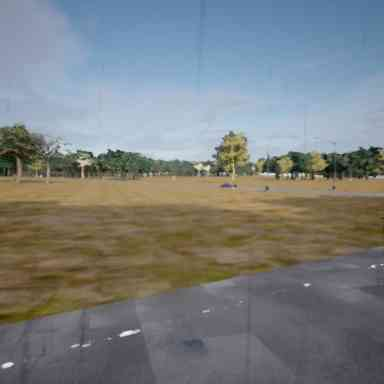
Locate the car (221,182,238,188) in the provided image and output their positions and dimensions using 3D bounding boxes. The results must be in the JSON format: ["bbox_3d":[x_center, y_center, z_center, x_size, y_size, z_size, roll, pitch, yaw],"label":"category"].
[{"bbox_3d":[9.287,-1.668,82.389,2.033,1.411,5.357,-1,3,-27],"label":"car"}]
